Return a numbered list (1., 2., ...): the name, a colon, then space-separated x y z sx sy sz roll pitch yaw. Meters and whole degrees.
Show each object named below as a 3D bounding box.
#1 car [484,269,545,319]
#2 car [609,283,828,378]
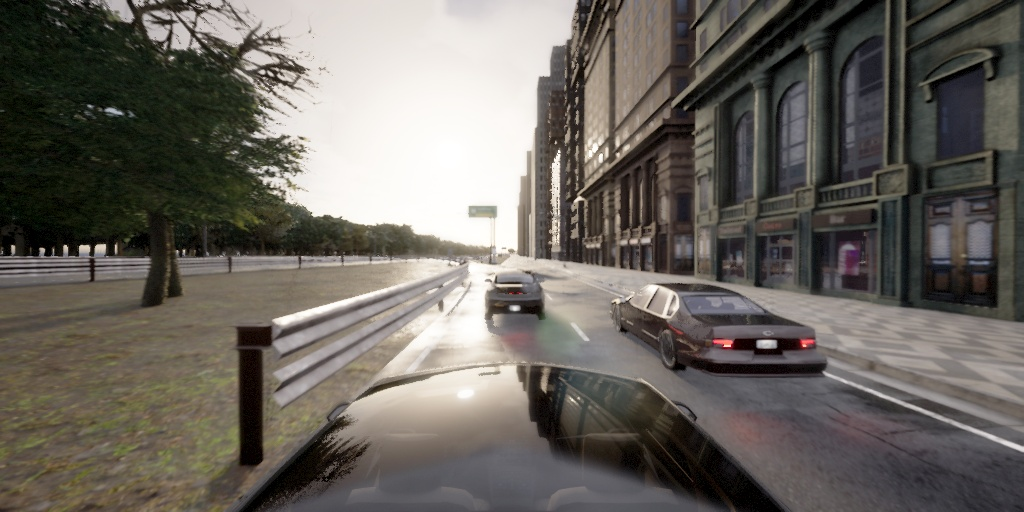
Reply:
1. car: 0.091 1.204 12.495 1.837 1.490 4.892 0 0 0
2. car: 3.583 1.270 7.540 2.033 1.411 5.357 0 0 0
